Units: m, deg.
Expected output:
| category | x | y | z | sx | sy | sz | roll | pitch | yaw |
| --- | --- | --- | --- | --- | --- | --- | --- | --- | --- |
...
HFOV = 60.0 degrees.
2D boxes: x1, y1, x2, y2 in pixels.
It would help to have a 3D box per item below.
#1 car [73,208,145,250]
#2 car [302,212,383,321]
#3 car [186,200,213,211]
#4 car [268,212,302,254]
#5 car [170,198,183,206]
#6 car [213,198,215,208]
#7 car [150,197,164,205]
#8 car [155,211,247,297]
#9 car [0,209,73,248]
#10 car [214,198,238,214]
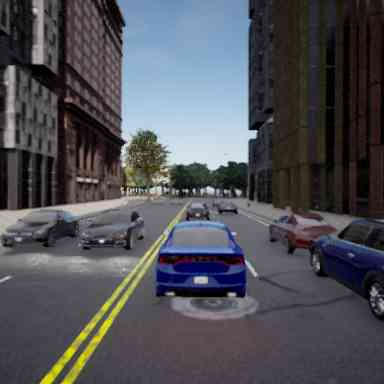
| category | x | y | z | sx | sy | sz | roll | pitch | yaw |
| --- | --- | --- | --- | --- | --- | --- | --- | --- | --- |
| car | -3.170 | 1.491 | 14.221 | 1.837 | 1.490 | 4.892 | 0 | 0 | 1 |
| car | 4.313 | 1.370 | 7.467 | 2.097 | 1.767 | 4.553 | 0 | 0 | 1 |
| car | 0.470 | 1.527 | 27.019 | 1.812 | 1.442 | 4.674 | 0 | 0 | 1 |
| car | 4.397 | 1.545 | 13.496 | 1.812 | 1.442 | 4.674 | 0 | 0 | 1 |
| car | -2.559 | 1.587 | 55.511 | 1.895 | 1.301 | 4.718 | 0 | 0 | 1 |
| car | 3.917 | 1.562 | 49.528 | 2.033 | 1.411 | 5.357 | 0 | 0 | 1 |
| car | -5.799 | 1.573 | 55.954 | 1.895 | 1.301 | 4.718 | 0 | 0 | 1 |
| car | 0.204 | 1.479 | 8.620 | 1.882 | 1.535 | 5.008 | 0 | 0 | 1 |
| car | -6.414 | 1.498 | 14.689 | 1.812 | 1.442 | 4.674 | 0 | 0 | 1 |
| car | 3.759 | 1.579 | 35.750 | 1.994 | 1.385 | 4.181 | 0 | 0 | 2 |
